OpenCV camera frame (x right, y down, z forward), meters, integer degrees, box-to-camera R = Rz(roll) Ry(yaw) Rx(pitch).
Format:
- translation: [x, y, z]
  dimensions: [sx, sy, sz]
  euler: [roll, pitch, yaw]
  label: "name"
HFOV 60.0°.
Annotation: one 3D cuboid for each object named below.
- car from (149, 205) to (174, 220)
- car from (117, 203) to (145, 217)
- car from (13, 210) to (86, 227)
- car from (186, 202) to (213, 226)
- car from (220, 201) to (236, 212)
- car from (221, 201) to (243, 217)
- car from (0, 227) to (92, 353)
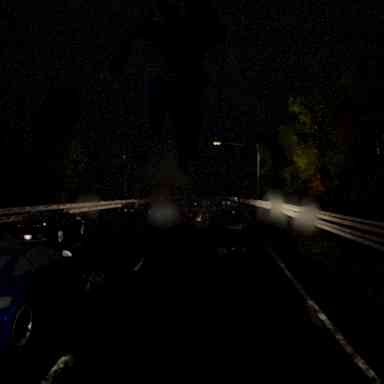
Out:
- translation: [-2.732, 1.820, 30.910]
  dimensions: [1.895, 1.301, 4.718]
  euler: [0, 0, 2]
  label: "car"
- translation: [-6.120, 1.785, 33.694]
  dimensions: [2.033, 1.411, 5.357]
  euler: [0, 0, 3]
  label: "car"
- translation: [-6.694, 1.613, 16.093]
  dimensions: [1.837, 1.490, 4.892]
  euler: [0, 0, 1]
  label: "car"
- translation: [0.546, 1.702, 24.730]
  dimensions: [1.812, 1.442, 4.674]
  euler: [0, 0, 2]
  label: "car"
- translation: [4.871, 1.938, 45.351]
  dimensions: [1.895, 1.301, 4.718]
  euler: [0, 0, 3]
  label: "car"
- translation: [4.180, 1.777, 34.319]
  dimensions: [1.812, 1.442, 4.674]
  euler: [0, 0, 4]
  label: "car"
- translation: [-3.348, 1.606, 6.213]
  dimensions: [1.994, 1.385, 4.181]
  euler: [0, 0, 1]
  label: "car"
